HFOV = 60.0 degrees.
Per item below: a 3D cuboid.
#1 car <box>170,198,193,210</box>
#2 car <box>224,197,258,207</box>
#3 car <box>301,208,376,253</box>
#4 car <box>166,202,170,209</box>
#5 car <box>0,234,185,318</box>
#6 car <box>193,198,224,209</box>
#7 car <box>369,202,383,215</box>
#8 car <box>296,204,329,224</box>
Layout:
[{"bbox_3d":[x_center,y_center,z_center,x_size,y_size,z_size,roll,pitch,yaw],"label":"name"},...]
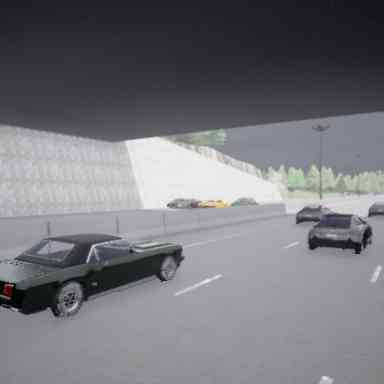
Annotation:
[{"bbox_3d":[-0.120,1.565,42.524,2.128,1.511,4.902,0,0,34],"label":"car"},{"bbox_3d":[6.085,1.416,39.206,2.097,1.767,4.553,0,0,34],"label":"car"},{"bbox_3d":[6.289,1.587,13.966,1.994,1.385,4.181,0,0,34],"label":"car"},{"bbox_3d":[-1.617,1.586,46.557,1.837,1.490,4.892,0,-1,34],"label":"car"},{"bbox_3d":[-2.173,1.614,7.588,1.895,1.301,4.718,0,0,34],"label":"car"},{"bbox_3d":[2.578,1.546,40.265,1.882,1.535,5.008,0,0,34],"label":"car"},{"bbox_3d":[17.965,1.614,31.496,1.994,1.385,4.181,0,0,34],"label":"car"},{"bbox_3d":[9.121,1.604,24.530,1.994,1.385,4.181,0,0,34],"label":"car"}]
